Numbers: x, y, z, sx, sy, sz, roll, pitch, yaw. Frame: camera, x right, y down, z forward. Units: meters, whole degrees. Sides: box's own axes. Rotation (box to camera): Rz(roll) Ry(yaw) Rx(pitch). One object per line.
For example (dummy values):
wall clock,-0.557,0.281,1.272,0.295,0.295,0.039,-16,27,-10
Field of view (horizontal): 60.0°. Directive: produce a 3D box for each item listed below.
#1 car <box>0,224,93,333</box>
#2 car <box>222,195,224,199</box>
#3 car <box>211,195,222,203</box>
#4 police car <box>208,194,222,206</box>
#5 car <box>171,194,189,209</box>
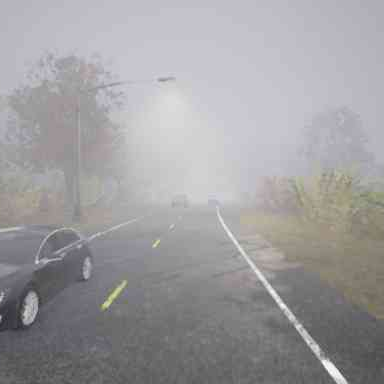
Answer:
car,-3.526,1.504,6.928,1.837,1.490,4.892,0,0,1
car,4.686,1.358,66.280,2.150,2.045,5.566,0,0,6
car,5.349,1.510,72.156,2.097,1.767,4.553,0,0,7
police car,3.699,1.522,56.453,1.930,1.638,5.238,0,0,5
car,-1.668,1.287,47.825,2.150,2.045,5.566,0,0,5
